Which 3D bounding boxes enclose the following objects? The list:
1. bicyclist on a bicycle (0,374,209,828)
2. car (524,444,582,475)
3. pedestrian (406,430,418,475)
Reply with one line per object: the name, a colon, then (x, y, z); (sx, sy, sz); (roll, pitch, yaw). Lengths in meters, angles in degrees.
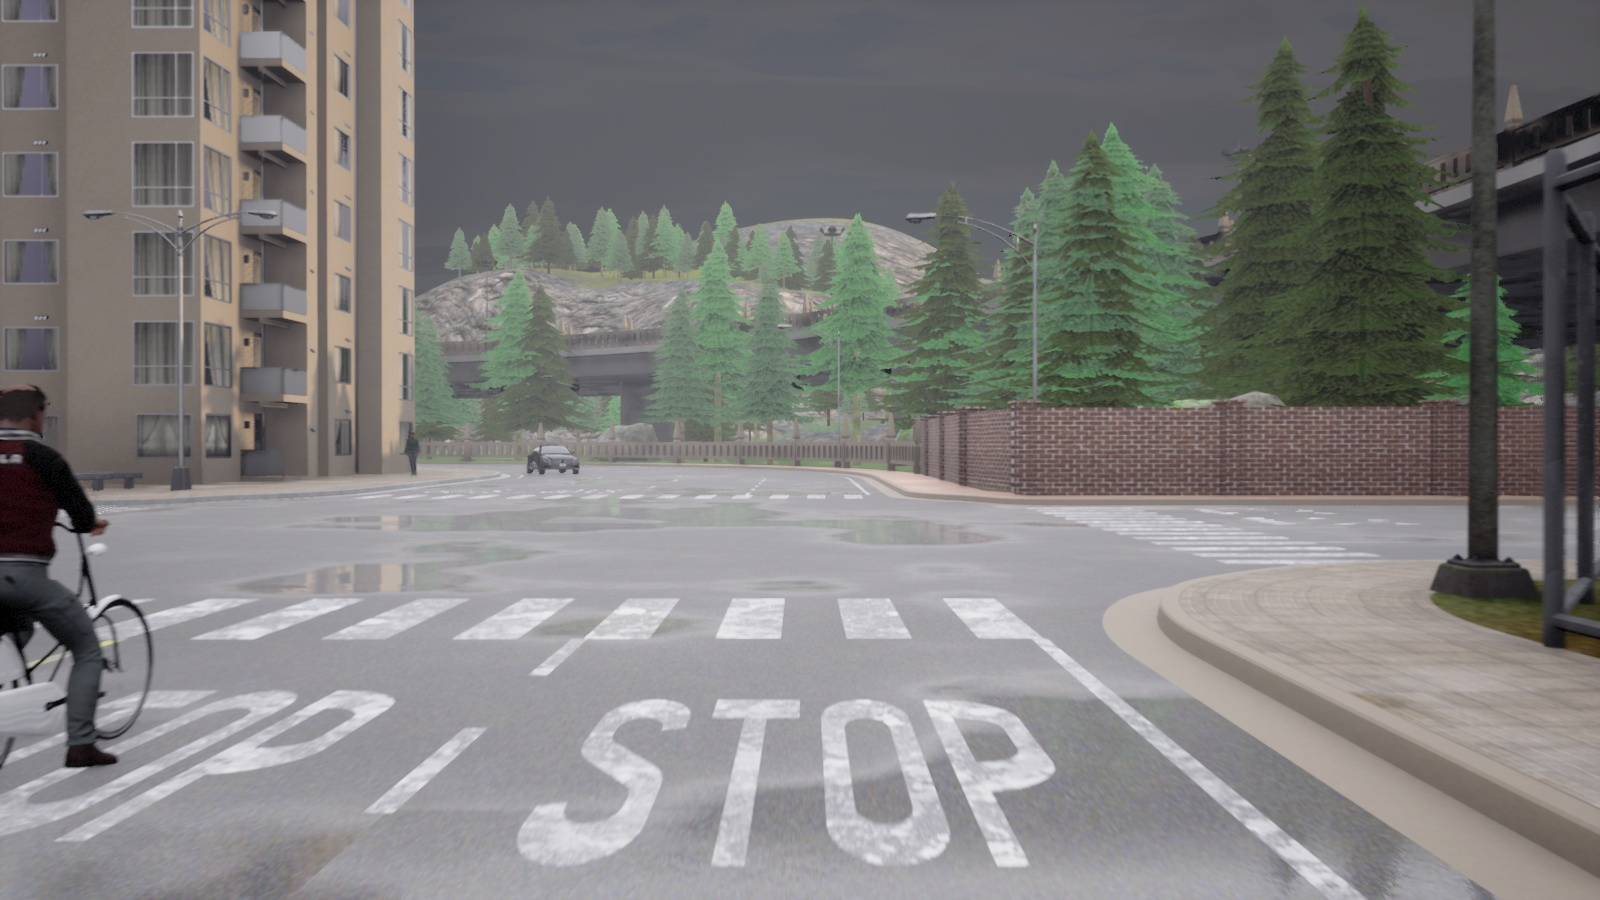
bicyclist on a bicycle: (-3.452, 0.582, 5.695); (0.659, 1.776, 1.843); (0, 1, 0)
car: (-11.918, 0.422, 60.359); (1.812, 1.442, 4.674); (0, 0, -23)
pedestrian: (-15.900, 0.097, 51.500); (0.353, 1.847, 0.614); (0, 0, -6)
